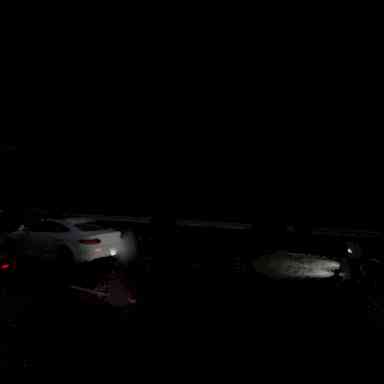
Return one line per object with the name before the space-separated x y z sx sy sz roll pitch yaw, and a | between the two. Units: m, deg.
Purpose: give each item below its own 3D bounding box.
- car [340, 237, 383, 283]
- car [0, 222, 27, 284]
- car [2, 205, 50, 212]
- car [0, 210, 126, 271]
car | 5.983 1.551 8.212 4.181 1.385 1.994 0 0 35
car | -6.232 1.518 8.012 4.674 1.442 1.812 0 0 33
car | -9.139 1.459 17.983 5.008 1.535 1.882 0 0 31
car | -4.221 1.514 10.874 4.674 1.442 1.812 0 0 33
